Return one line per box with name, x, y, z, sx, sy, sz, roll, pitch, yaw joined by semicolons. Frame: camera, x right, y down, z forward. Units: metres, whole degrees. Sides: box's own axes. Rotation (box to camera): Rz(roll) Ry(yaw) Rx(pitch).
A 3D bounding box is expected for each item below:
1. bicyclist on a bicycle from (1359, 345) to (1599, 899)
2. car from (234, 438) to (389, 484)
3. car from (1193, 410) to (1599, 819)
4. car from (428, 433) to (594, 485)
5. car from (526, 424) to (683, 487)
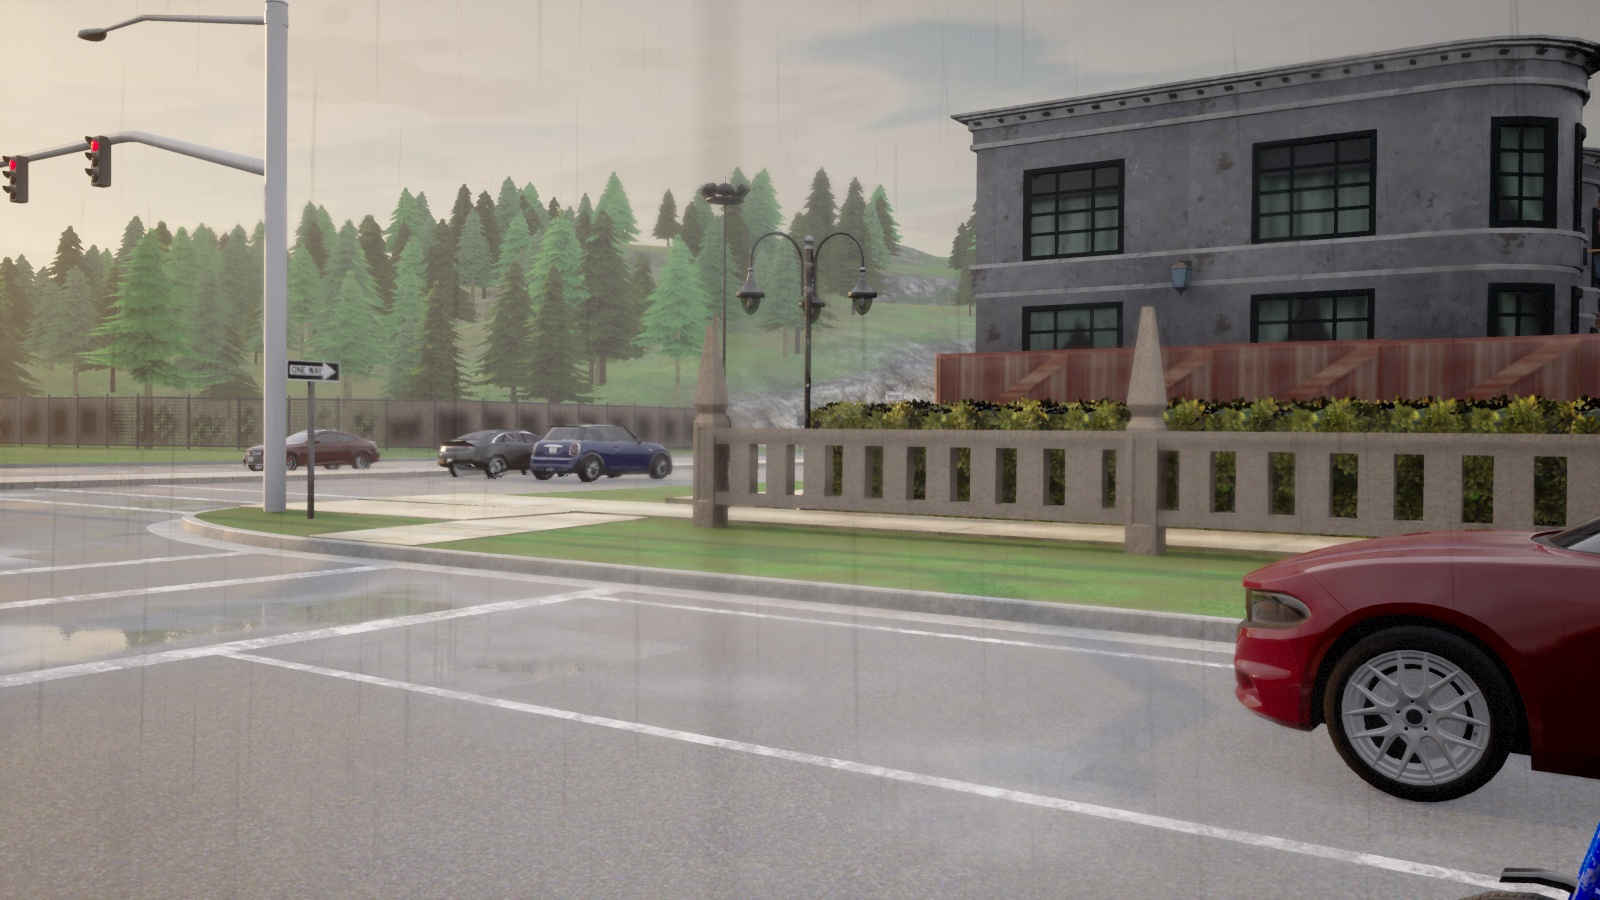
bicyclist on a bicycle;1.935;0.618;2.330;1.509;1.612;0.866;0;1;34
car;-16.435;0.326;42.475;1.812;1.442;4.674;0;1;34
car;4.344;0.602;4.940;5.008;1.535;1.882;0;1;34
car;-8.952;0.233;39.254;2.128;1.511;4.902;0;1;34
car;-5.789;0.128;37.681;2.097;1.767;4.553;0;1;34
